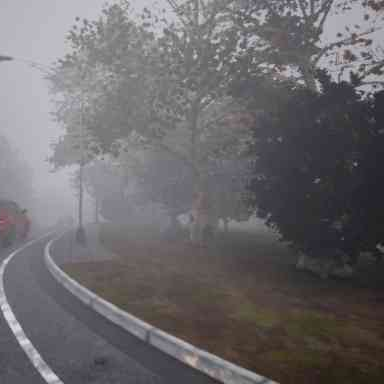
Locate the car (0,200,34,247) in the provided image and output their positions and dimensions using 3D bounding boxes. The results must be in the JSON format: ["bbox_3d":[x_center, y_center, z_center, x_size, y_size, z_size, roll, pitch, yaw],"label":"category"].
[{"bbox_3d":[-9.361,1.406,15.834,2.150,2.045,5.566,1,-2,-16],"label":"car"}]

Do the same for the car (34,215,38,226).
[{"bbox_3d":[-19.704,3.375,39.692,1.837,1.490,4.892,1,-5,-15],"label":"car"}]

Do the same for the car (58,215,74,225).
[{"bbox_3d":[-18.508,4.120,48.837,2.128,1.511,4.902,1,-5,-15],"label":"car"}]
